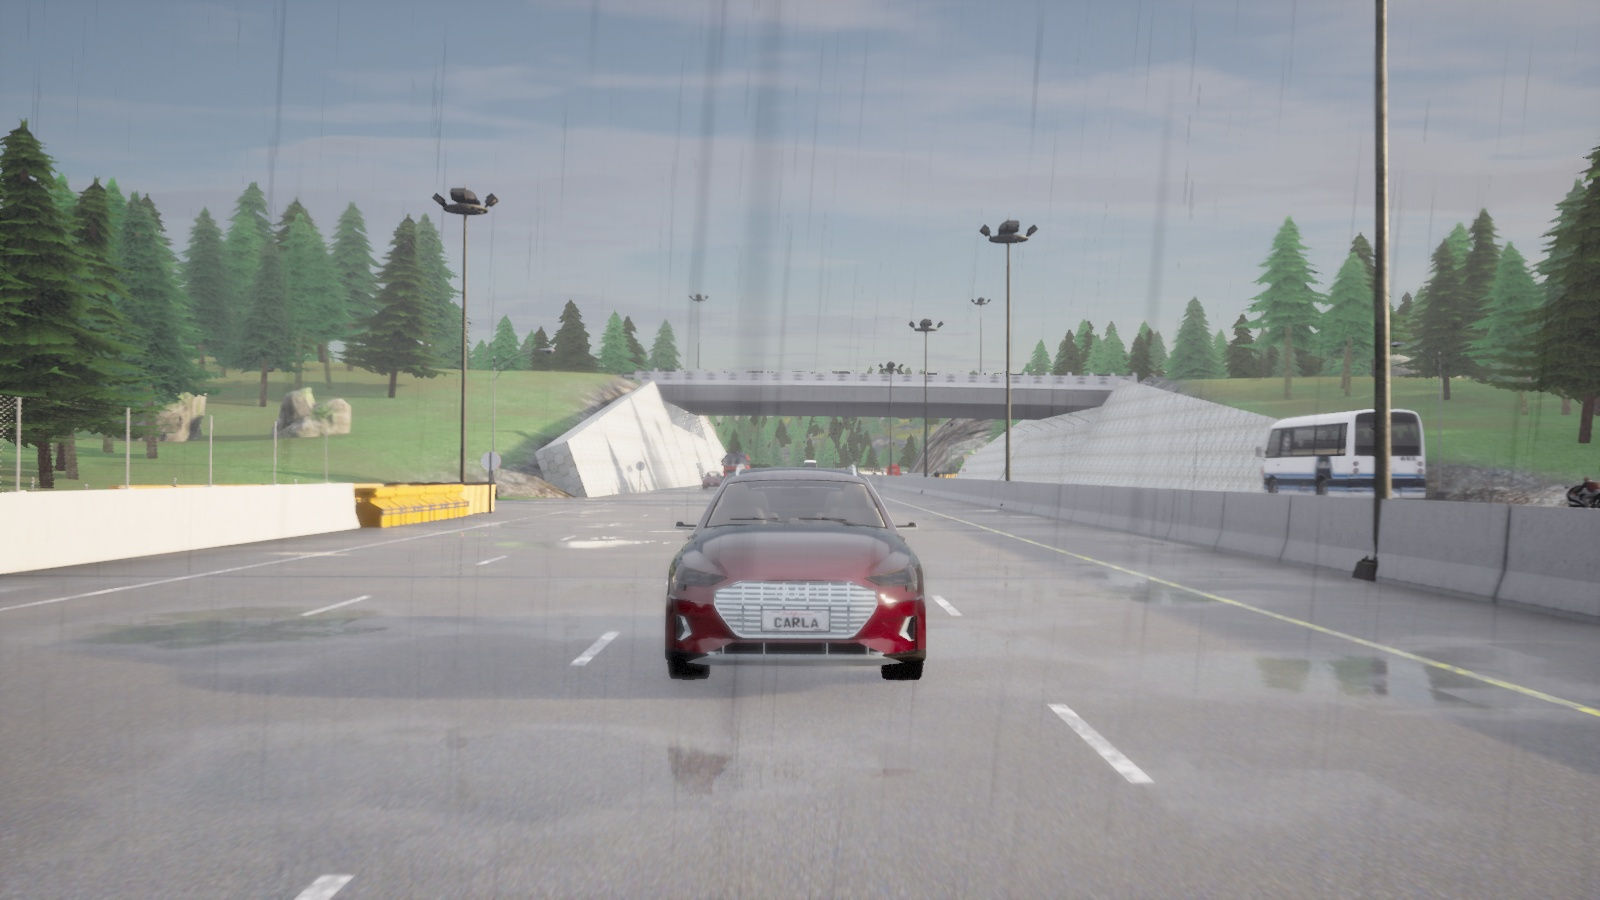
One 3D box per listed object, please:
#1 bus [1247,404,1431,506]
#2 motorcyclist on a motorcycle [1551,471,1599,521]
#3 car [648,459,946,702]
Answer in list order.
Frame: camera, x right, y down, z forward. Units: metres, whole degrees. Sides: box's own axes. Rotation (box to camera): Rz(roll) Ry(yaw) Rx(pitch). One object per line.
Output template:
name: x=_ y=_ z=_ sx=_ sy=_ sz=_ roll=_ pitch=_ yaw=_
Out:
bus: x=24.355 y=0.305 z=57.585 sx=3.944 sy=4.253 sz=10.273 roll=0 pitch=-1 yaw=0
motorcyclist on a motorcycle: x=24.405 y=1.404 z=38.966 sx=0.866 sy=1.530 sz=2.191 roll=0 pitch=-1 yaw=0
car: x=-0.027 y=0.929 z=11.002 sx=2.033 sy=1.649 sz=4.856 roll=0 pitch=-1 yaw=0
